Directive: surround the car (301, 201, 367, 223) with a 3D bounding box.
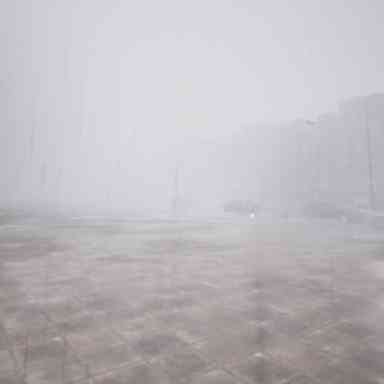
[{"bbox_3d":[10.646,1.443,25.251,1.837,1.490,4.892,-1,1,-35],"label":"car"}]

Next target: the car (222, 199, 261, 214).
[{"bbox_3d":[4.906,1.393,33.372,1.994,1.385,4.181,-2,2,-36],"label":"car"}]

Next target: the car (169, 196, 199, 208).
[{"bbox_3d":[-1.006,1.206,41.756,2.128,1.511,4.902,-1,2,-35],"label":"car"}]
